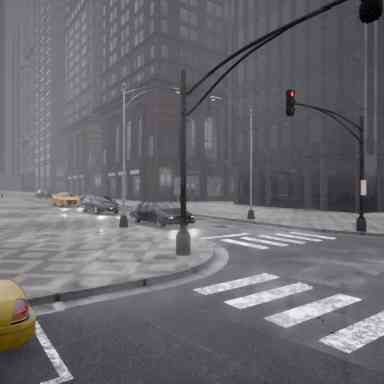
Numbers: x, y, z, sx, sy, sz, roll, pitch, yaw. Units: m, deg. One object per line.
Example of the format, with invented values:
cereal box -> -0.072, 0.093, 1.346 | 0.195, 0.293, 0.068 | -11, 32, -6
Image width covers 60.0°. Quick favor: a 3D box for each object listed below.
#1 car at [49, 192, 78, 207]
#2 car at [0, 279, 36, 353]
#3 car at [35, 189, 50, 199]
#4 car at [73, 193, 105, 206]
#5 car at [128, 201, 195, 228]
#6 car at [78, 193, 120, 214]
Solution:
car -> -13.881, 0.798, 36.621 | 1.882, 1.535, 5.008 | 0, 1, -35
car -> -4.366, 1.525, 3.530 | 4.829, 1.417, 1.752 | 0, 0, -36
car -> -26.851, 0.235, 59.989 | 2.097, 1.767, 4.553 | 0, 1, -35
car -> -12.514, 0.835, 40.172 | 2.033, 1.411, 5.357 | 0, 1, -36
car -> -2.014, 1.237, 20.193 | 2.033, 1.411, 5.357 | 0, 1, -36
car -> -7.784, 1.011, 28.176 | 1.837, 1.490, 4.892 | 0, 1, -36
